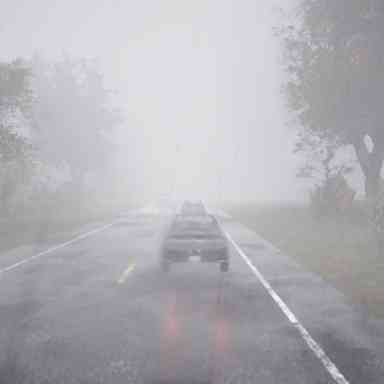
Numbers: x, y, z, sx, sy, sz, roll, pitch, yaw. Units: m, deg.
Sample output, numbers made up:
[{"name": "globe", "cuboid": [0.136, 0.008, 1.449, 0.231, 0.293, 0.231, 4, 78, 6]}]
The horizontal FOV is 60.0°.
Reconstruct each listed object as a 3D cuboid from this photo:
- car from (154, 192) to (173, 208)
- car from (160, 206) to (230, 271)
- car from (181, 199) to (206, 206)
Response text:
[{"name": "car", "cuboid": [-3.581, 0.957, 42.701, 2.150, 2.045, 5.566, 0, 0, 0]}, {"name": "car", "cuboid": [0.083, 1.412, 10.604, 2.128, 1.511, 4.902, 0, 0, 0]}, {"name": "car", "cuboid": [0.089, 1.308, 27.453, 2.128, 1.511, 4.902, 0, 0, 0]}]
